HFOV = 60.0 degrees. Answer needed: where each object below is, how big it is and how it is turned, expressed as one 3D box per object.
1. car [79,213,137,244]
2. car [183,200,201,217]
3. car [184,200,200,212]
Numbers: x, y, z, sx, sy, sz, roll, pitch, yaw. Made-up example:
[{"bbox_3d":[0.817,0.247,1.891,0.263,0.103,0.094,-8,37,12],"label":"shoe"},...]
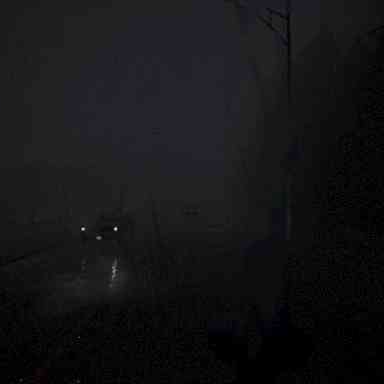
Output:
[{"bbox_3d":[-4.095,1.738,16.881,1.895,1.301,4.718,0,0,0],"label":"car"},{"bbox_3d":[-0.007,1.829,34.916,2.033,1.411,5.357,0,0,0],"label":"car"},{"bbox_3d":[-0.001,1.867,46.414,2.128,1.511,4.902,0,0,0],"label":"car"}]
